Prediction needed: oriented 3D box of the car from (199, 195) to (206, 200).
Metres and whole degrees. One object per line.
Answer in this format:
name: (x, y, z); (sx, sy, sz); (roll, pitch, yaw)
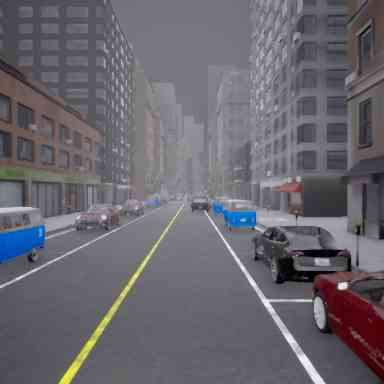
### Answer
car: (2.855, 1.564, 91.877); (1.947, 1.339, 4.313); (0, 0, 0)

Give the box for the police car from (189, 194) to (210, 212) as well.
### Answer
police car: (0.900, 1.419, 38.150); (1.930, 1.638, 5.238); (0, 0, 0)

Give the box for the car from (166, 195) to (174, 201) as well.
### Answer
car: (-5.670, 1.578, 86.375); (1.802, 1.307, 4.206); (0, 0, 0)

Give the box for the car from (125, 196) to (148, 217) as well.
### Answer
car: (-5.669, 1.434, 31.362); (1.967, 1.590, 4.097); (0, 0, 0)

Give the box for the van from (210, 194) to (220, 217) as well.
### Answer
van: (2.856, 1.335, 31.362); (1.690, 1.788, 3.998); (0, 0, 0)

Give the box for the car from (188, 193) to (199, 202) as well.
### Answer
car: (0.900, 1.343, 48.011); (2.097, 1.767, 4.553); (0, 0, 0)

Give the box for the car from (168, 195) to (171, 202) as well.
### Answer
car: (-5.669, 1.557, 64.370); (1.947, 1.339, 4.313); (0, 0, 0)

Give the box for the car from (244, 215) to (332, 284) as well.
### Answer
car: (2.856, 1.564, 9.356); (1.947, 1.339, 4.313); (0, 0, 0)

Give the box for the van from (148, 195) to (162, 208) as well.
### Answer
van: (-5.670, 1.333, 47.867); (1.690, 1.788, 3.998); (0, 0, 0)

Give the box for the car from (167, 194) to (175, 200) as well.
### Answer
car: (-5.670, 1.438, 91.877); (1.967, 1.590, 4.097); (0, 0, 0)

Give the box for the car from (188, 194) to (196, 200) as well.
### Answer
car: (0.000, 1.361, 88.383); (1.837, 1.490, 4.892); (0, 0, 0)

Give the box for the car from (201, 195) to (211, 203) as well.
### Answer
car: (2.856, 1.432, 69.871); (1.967, 1.590, 4.097); (0, 0, 0)

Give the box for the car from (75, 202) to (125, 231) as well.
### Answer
car: (-5.670, 1.436, 20.359); (1.967, 1.590, 4.097); (0, 0, 0)

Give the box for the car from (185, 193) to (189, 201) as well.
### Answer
car: (0.000, 1.419, 73.277); (1.994, 1.385, 4.181); (0, 0, 0)

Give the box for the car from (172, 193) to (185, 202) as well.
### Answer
car: (-3.000, 1.492, 76.740); (2.128, 1.511, 4.902); (0, 0, 0)

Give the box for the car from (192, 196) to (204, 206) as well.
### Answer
car: (0.900, 1.447, 54.230); (1.801, 1.575, 5.366); (0, 0, 0)

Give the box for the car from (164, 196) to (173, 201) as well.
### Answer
car: (-5.670, 1.560, 80.874); (1.947, 1.339, 4.313); (0, 0, 0)

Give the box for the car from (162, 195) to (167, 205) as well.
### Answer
car: (-5.670, 1.542, 53.367); (2.008, 1.369, 4.403); (0, 0, 0)

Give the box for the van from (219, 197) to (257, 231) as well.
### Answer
van: (2.856, 1.337, 20.359); (1.690, 1.788, 3.998); (0, 0, 0)

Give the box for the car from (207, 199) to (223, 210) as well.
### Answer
car: (2.856, 1.574, 42.365); (1.802, 1.307, 4.206); (0, 0, 0)

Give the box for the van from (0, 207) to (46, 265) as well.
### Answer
van: (-5.670, 1.339, 9.356); (1.690, 1.788, 3.998); (0, 0, 0)

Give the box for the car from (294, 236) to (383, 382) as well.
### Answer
car: (2.856, 1.543, 3.855); (1.887, 1.381, 4.507); (0, 0, 0)

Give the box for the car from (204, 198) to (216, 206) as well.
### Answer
car: (2.856, 1.573, 53.367); (1.802, 1.307, 4.206); (0, 0, 0)
